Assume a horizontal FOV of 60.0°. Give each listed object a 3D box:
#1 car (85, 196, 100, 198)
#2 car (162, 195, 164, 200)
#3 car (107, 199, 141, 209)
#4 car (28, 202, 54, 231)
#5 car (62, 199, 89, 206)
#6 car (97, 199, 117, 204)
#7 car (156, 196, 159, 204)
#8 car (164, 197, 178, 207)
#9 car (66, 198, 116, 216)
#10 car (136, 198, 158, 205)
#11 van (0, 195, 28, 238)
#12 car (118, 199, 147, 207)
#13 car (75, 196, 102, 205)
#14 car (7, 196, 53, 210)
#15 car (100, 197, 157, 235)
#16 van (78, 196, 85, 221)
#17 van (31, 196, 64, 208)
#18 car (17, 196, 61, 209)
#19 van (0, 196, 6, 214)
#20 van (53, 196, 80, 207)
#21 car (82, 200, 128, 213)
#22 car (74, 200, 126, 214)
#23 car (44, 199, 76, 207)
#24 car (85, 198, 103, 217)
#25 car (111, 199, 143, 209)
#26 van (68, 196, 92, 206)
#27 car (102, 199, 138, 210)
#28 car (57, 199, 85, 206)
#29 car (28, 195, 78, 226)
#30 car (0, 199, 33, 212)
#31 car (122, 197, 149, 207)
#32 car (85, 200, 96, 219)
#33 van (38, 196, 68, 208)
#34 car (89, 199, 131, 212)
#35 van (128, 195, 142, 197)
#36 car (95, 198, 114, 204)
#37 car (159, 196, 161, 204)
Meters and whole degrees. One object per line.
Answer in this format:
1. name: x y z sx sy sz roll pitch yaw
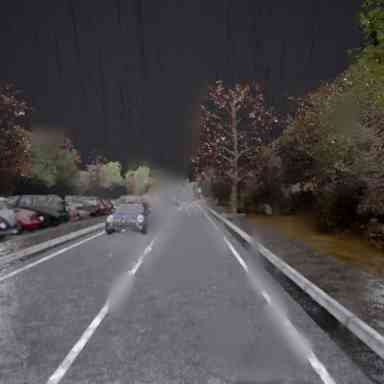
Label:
1. car: -10.377 1.454 31.710 4.553 1.767 2.185 0 -1 0
2. car: -10.577 2.166 84.444 5.566 2.045 2.435 0 -1 0
3. car: -10.431 1.860 51.140 4.792 1.488 2.163 0 -1 0
4. car: -10.400 1.460 17.854 4.792 1.488 2.163 0 0 0
5. car: -23.613 2.094 67.675 4.792 1.488 2.163 0 -1 0
6. car: -23.645 2.594 92.601 5.008 1.535 2.097 0 -1 0
7. car: -10.326 2.114 70.440 5.366 1.575 1.946 0 -1 0
8. car: -3.541 2.047 61.550 1.994 1.385 4.181 0 -1 0
9. car: -10.384 1.490 34.486 4.553 1.767 2.185 0 -1 0
10. car: -10.540 2.298 78.887 4.892 1.521 2.231 0 -1 0
11. van: -10.247 1.213 15.072 4.442 1.987 1.878 0 0 0
12. car: -10.512 1.967 59.468 4.792 1.488 2.163 0 -1 0
13. car: -23.635 1.987 76.113 5.566 2.045 2.435 0 -1 0
14. car: -23.504 1.544 48.424 5.566 2.045 2.435 0 -1 0
15. car: -3.410 1.355 18.876 2.097 1.767 4.553 0 0 0
16. van: -10.269 1.246 23.384 4.442 1.987 1.878 0 -1 0
17. van: -23.431 1.641 53.963 4.442 1.987 1.878 0 -1 0
18. car: -23.512 1.580 51.194 5.566 2.045 2.435 0 -1 0
19. van: -23.619 1.425 37.217 4.442 1.987 1.878 0 -1 0
20. van: -23.461 1.751 62.288 4.442 1.987 1.878 0 -1 -1
21. car: -10.424 1.688 40.036 4.892 1.521 2.231 0 -1 0
22. car: -10.237 1.648 37.261 5.366 1.575 1.946 0 -1 0
23. car: -23.567 1.938 59.499 5.008 1.535 2.097 0 -1 0
24. car: -10.395 1.544 28.932 5.008 1.535 2.097 0 -1 0
25. car: -10.438 1.896 53.916 4.792 1.488 2.163 0 -1 0
26. van: -23.708 1.892 70.450 4.442 1.987 1.878 0 -1 0
27. car: -10.423 1.824 48.364 4.792 1.488 2.163 0 -1 0
28. car: -23.606 2.048 65.036 4.792 1.488 2.163 0 -1 0
29. car: -10.407 1.185 20.608 5.566 2.045 2.435 0 -1 0
30. car: -23.512 1.724 42.879 5.008 1.535 2.097 0 -1 0
31. car: -10.521 1.850 62.243 4.553 1.767 2.185 0 -1 0
32. car: -10.396 1.548 26.156 4.674 1.452 2.002 0 -1 0
33. van: -23.671 1.677 56.732 4.442 1.987 1.878 0 -1 0
34. car: -10.444 1.724 42.812 4.892 1.521 2.231 0 -1 0
35. van: -10.592 1.676 56.694 4.442 1.987 1.878 0 -1 0
36. car: -23.675 2.409 89.833 4.553 1.767 2.185 0 -1 0
37. car: -10.341 2.234 76.112 5.366 1.575 1.946 0 -1 0
